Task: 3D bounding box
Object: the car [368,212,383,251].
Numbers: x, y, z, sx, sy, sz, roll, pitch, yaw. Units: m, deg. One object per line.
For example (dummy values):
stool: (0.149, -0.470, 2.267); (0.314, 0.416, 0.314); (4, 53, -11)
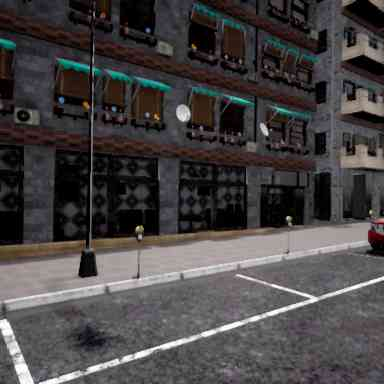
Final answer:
car: (8.863, 1.317, 12.859); (5.009, 1.841, 2.192); (0, 1, -35)
